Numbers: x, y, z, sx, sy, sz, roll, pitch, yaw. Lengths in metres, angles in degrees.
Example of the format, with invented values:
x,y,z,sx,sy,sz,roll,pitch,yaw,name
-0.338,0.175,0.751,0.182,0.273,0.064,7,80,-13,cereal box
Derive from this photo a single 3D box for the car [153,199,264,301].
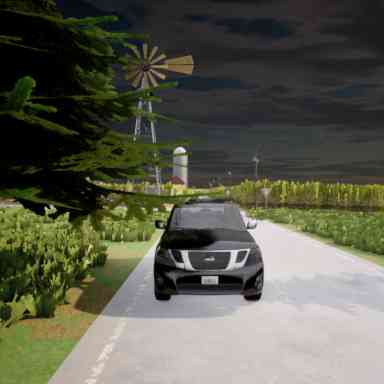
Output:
x,y,z,sx,sy,sz,roll,pitch,yaw,name
0.336,1.221,8.697,2.150,2.045,5.566,0,0,0,car
